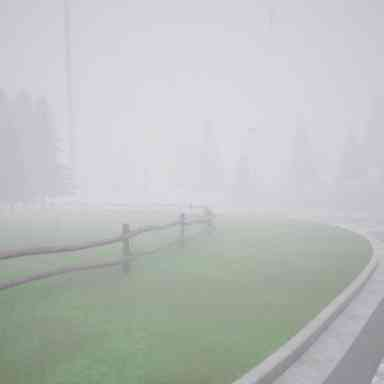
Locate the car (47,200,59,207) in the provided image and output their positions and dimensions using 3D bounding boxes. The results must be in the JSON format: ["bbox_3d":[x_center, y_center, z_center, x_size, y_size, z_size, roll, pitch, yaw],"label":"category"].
[{"bbox_3d":[-31.120,2.436,71.396,4.892,1.490,1.837,-1,0,36],"label":"car"}]

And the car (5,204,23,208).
[{"bbox_3d":[-35.148,2.521,65.674,4.181,1.385,1.994,-1,0,36],"label":"car"}]

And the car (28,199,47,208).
[{"bbox_3d":[-32.833,2.171,68.312,5.566,2.045,2.150,-1,0,36],"label":"car"}]

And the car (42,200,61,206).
[{"bbox_3d":[-32.524,2.515,76.758,4.674,1.442,1.812,-1,0,36],"label":"car"}]
